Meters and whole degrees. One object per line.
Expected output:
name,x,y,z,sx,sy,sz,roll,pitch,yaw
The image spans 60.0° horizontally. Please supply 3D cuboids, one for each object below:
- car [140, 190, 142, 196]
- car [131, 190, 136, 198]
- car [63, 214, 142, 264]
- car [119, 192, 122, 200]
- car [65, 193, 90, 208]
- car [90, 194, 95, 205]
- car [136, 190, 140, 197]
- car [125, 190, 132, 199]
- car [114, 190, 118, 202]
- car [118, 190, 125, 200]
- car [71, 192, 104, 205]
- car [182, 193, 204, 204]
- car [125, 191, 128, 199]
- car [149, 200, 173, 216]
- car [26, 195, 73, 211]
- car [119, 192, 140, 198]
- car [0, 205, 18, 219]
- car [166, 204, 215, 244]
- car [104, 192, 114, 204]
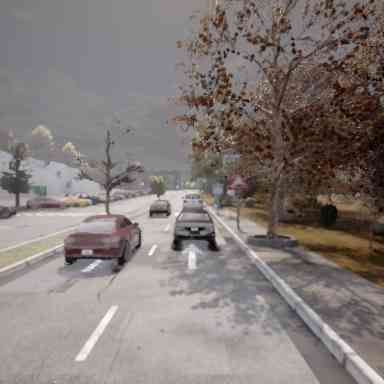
car,-16.667,0.760,87.157,5.366,1.575,1.946,-1,1,-20
car,-16.817,0.906,81.103,4.792,1.488,2.163,-1,1,-20
car,-2.917,1.502,11.545,1.812,1.442,4.674,0,0,0
car,-16.850,1.194,66.089,4.674,1.452,2.002,-1,1,-20
car,-17.026,1.356,44.991,5.366,1.575,1.946,-1,1,-20
car,-16.857,1.380,48.064,4.674,1.452,2.002,-1,0,-20
car,-16.821,0.570,84.101,5.566,2.045,2.435,-1,1,-20
car,-16.838,0.993,75.087,5.008,1.535,2.097,-1,1,-20
car,-16.878,0.983,60.062,5.566,2.045,2.435,-1,1,-20
car,-16.879,0.976,69.075,4.553,1.767,2.185,-1,1,-20
car,-16.830,1.073,51.082,5.566,2.045,2.435,-1,0,-20
car,0.088,1.121,35.962,2.150,2.045,5.566,0,0,0
car,-16.848,1.089,72.088,4.674,1.452,2.002,-1,1,-20
car,-2.910,1.461,31.414,2.033,1.411,5.357,0,0,0
car,-16.830,1.408,39.067,4.792,1.488,2.163,-1,0,-20
car,-17.014,0.716,90.023,5.366,1.575,1.946,-1,1,-20
car,-16.833,1.447,27.062,4.792,1.488,2.163,-1,0,-20
car,0.095,1.511,15.691,2.033,1.411,5.357,0,0,0
car,-16.678,1.262,57.137,5.366,1.575,1.946,-1,0,-20
